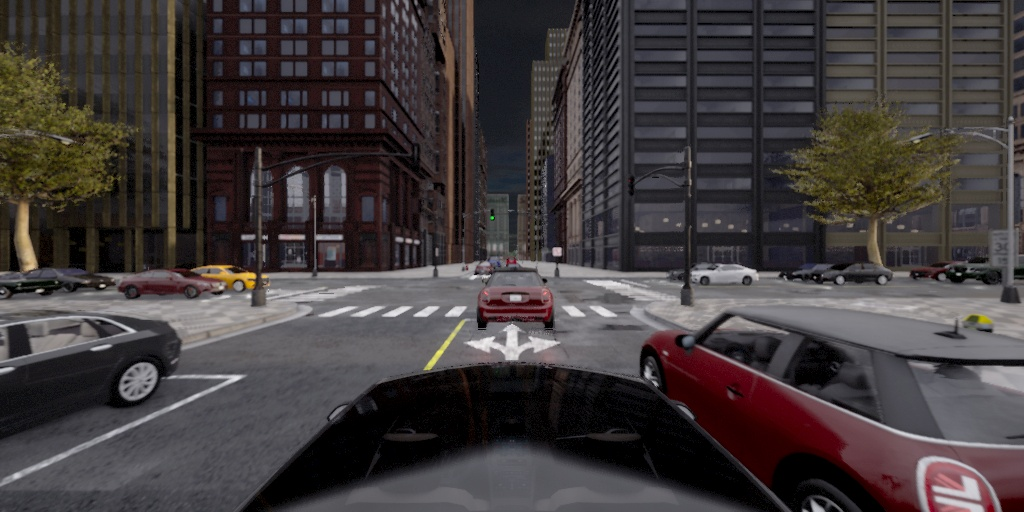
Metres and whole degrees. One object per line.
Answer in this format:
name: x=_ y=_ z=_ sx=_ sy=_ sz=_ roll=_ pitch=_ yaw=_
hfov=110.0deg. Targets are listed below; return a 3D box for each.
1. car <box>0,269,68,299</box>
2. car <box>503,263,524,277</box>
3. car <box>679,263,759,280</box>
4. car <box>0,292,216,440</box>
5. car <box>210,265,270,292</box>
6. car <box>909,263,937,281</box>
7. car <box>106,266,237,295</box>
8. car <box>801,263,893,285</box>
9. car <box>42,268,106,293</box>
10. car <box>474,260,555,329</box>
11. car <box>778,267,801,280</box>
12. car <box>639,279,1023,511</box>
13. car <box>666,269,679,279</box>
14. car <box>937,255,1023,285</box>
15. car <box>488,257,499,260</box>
car: x=-26.368 y=1.479 z=18.344 sx=4.718 sy=1.301 sz=1.895 roll=0 pitch=0 yaw=0
car: x=0.141 y=1.405 z=37.318 sx=1.994 sy=1.385 sz=4.181 roll=0 pitch=0 yaw=0
car: x=14.654 y=1.282 z=25.142 sx=4.674 sy=1.442 sz=1.812 roll=0 pitch=0 yaw=1
car: x=-5.763 y=1.304 z=3.523 sx=2.007 sy=1.370 sz=4.403 roll=0 pitch=0 yaw=0
car: x=-17.344 y=1.322 z=21.609 sx=5.008 sy=1.535 sz=1.882 roll=0 pitch=0 yaw=1
car: x=34.581 y=1.183 z=28.419 sx=5.008 sy=1.535 sz=1.882 roll=0 pitch=0 yaw=0
car: x=-17.268 y=1.379 z=18.364 sx=4.674 sy=1.442 sz=1.812 roll=0 pitch=0 yaw=-2
car: x=23.678 y=1.242 z=25.153 sx=4.892 sy=1.490 sz=1.837 roll=0 pitch=0 yaw=0
car: x=-27.287 y=1.419 z=21.594 sx=5.357 sy=1.411 sz=2.033 roll=0 pitch=0 yaw=0
car: x=0.096 y=1.128 z=11.453 sx=2.097 sy=1.767 sz=4.553 roll=0 pitch=0 yaw=0
car: x=24.278 y=1.274 z=28.408 sx=5.357 sy=1.411 sz=2.033 roll=0 pitch=0 yaw=0
car: x=2.762 y=1.194 z=3.525 sx=1.967 sy=1.591 sz=4.097 roll=0 pitch=0 yaw=0
car: x=14.688 y=1.273 z=28.385 sx=4.674 sy=1.442 sz=1.812 roll=0 pitch=0 yaw=0
car: x=34.106 y=0.936 z=25.170 sx=5.566 sy=2.045 sz=2.150 roll=0 pitch=0 yaw=0
car: x=-3.045 y=1.132 z=59.189 sx=2.150 sy=2.045 sz=5.566 roll=0 pitch=0 yaw=0
